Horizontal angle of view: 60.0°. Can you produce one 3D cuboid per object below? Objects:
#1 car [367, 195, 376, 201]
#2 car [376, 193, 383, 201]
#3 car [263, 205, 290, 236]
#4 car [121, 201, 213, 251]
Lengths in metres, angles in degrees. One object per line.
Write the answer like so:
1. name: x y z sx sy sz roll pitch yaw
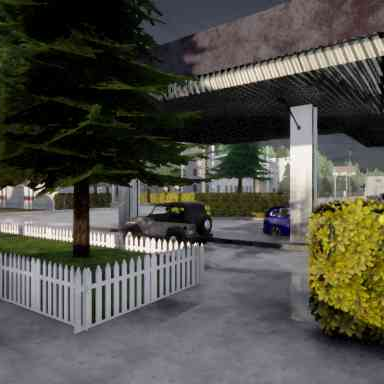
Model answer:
1. car: 33.007 1.298 60.284 2.007 1.523 4.514 0 0 35
2. car: 25.742 1.077 43.543 1.905 1.878 3.866 0 0 35
3. car: 5.787 1.480 16.009 4.611 1.667 2.242 0 0 35
4. car: -1.014 1.313 13.860 3.866 1.878 1.905 0 0 35
